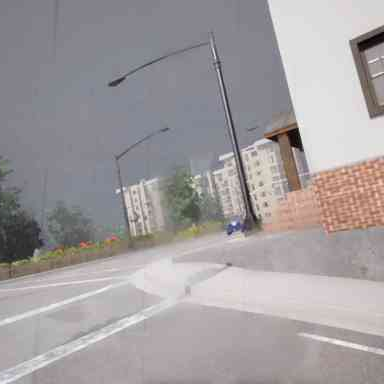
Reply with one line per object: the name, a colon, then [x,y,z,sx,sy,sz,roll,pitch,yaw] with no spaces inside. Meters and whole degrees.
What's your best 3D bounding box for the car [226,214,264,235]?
car: [5.046,2.902,31.642,2.097,1.767,4.553,-16,-8,35]
